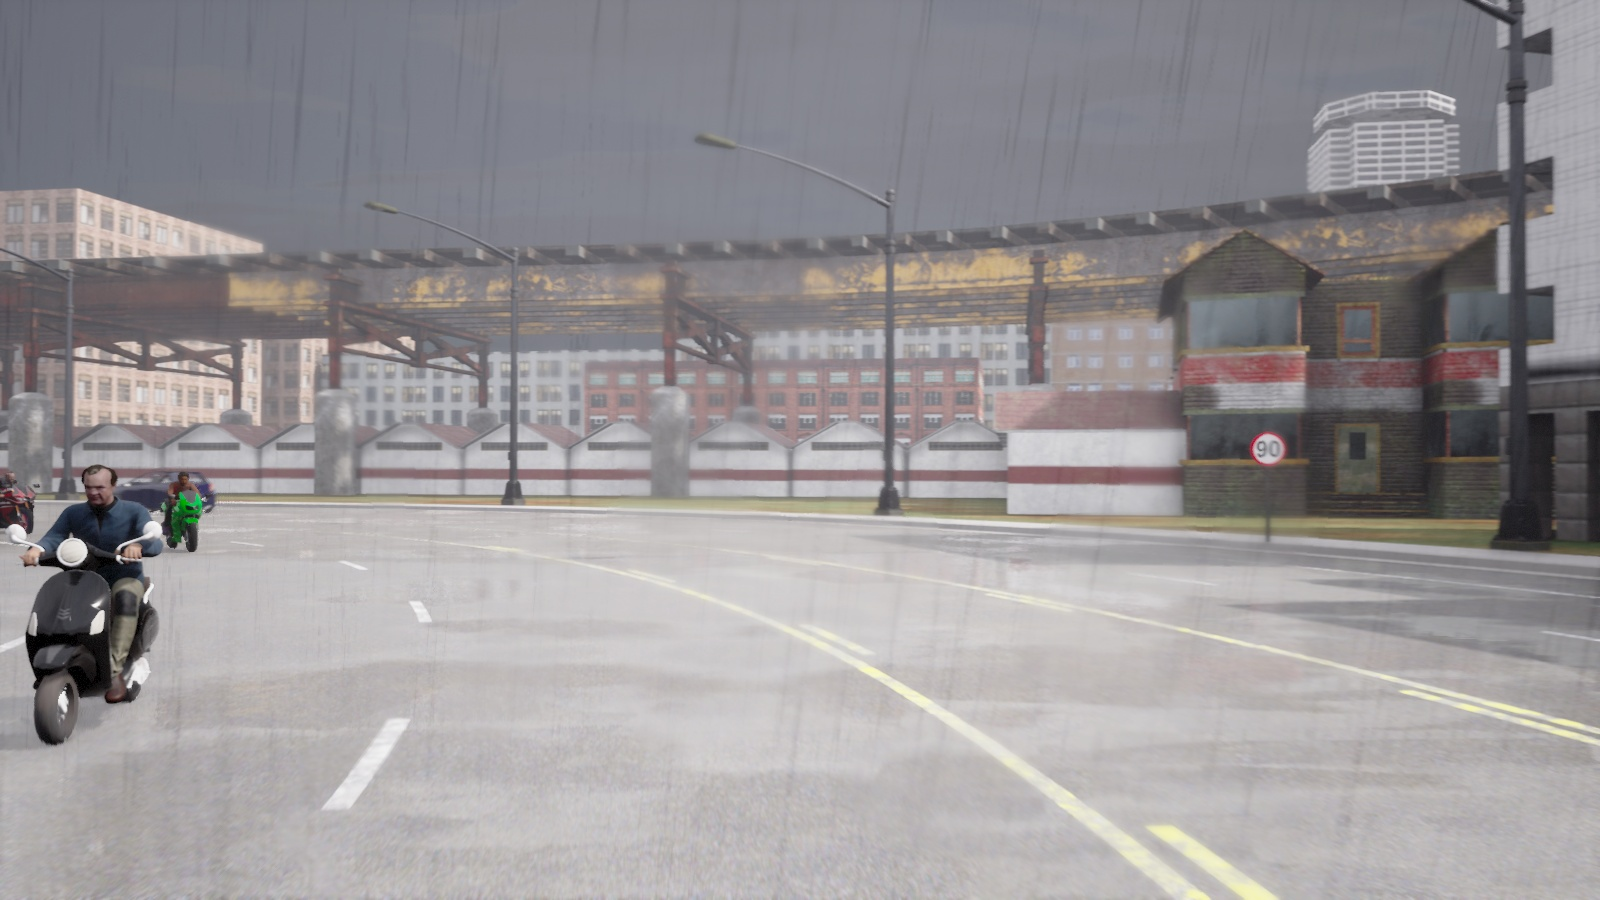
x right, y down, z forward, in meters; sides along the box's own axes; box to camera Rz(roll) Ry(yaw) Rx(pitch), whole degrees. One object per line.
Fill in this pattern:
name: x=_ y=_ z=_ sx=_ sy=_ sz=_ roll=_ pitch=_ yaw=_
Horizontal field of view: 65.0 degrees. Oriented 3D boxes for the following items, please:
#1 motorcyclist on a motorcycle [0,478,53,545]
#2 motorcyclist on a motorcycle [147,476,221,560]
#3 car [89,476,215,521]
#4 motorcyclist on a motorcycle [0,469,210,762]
motorcyclist on a motorcycle: x=-18.983 y=1.450 z=30.141 sx=2.191 sy=1.530 sz=0.866 roll=-1 pitch=-1 yaw=31
motorcyclist on a motorcycle: x=-11.724 y=1.255 z=23.859 sx=0.797 sy=1.523 sz=2.044 roll=0 pitch=-1 yaw=-40
car: x=-22.336 y=1.667 z=43.327 sx=3.633 sy=1.501 sz=1.845 roll=-1 pitch=-1 yaw=19
motorcyclist on a motorcycle: x=-4.351 y=0.921 z=7.796 sx=0.866 sy=1.590 sz=1.817 roll=0 pitch=-1 yaw=-13
